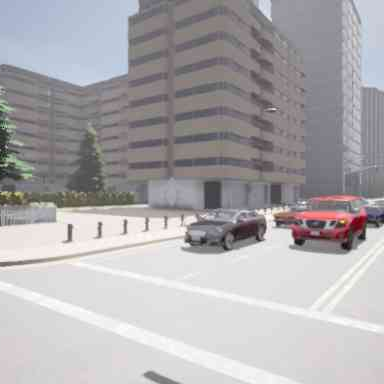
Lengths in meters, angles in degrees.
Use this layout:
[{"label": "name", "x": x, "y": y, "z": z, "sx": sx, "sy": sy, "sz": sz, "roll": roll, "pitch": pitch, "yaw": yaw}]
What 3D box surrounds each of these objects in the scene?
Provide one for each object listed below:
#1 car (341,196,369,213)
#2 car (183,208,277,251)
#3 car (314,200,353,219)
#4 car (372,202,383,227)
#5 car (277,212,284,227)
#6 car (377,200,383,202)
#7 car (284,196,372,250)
[{"label": "car", "x": 18.675, "y": 1.322, "z": 37.946, "sx": 2.097, "sy": 1.767, "sz": 4.553, "roll": 0, "pitch": 0, "yaw": 36}, {"label": "car", "x": 1.567, "y": 1.463, "z": 14.295, "sx": 2.128, "sy": 1.511, "sz": 4.902, "roll": 0, "pitch": 0, "yaw": 36}, {"label": "car", "x": 12.706, "y": 1.518, "z": 29.736, "sx": 2.033, "sy": 1.411, "sz": 5.357, "roll": 0, "pitch": 0, "yaw": 36}, {"label": "car", "x": 11.956, "y": 1.585, "z": 22.718, "sx": 1.895, "sy": 1.301, "sz": 4.718, "roll": 0, "pitch": 0, "yaw": 36}, {"label": "car", "x": 6.989, "y": 1.572, "z": 21.813, "sx": 1.895, "sy": 1.301, "sz": 4.718, "roll": 0, "pitch": 0, "yaw": 36}, {"label": "car", "x": 17.816, "y": 1.510, "z": 30.816, "sx": 1.812, "sy": 1.442, "sz": 4.674, "roll": 0, "pitch": 0, "yaw": 36}, {"label": "car", "x": 6.242, "y": 1.207, "z": 14.793, "sx": 2.150, "sy": 2.045, "sz": 5.566, "roll": 0, "pitch": 0, "yaw": 36}]
